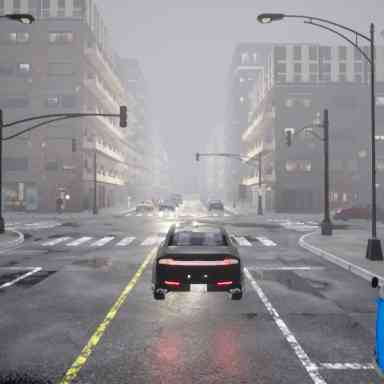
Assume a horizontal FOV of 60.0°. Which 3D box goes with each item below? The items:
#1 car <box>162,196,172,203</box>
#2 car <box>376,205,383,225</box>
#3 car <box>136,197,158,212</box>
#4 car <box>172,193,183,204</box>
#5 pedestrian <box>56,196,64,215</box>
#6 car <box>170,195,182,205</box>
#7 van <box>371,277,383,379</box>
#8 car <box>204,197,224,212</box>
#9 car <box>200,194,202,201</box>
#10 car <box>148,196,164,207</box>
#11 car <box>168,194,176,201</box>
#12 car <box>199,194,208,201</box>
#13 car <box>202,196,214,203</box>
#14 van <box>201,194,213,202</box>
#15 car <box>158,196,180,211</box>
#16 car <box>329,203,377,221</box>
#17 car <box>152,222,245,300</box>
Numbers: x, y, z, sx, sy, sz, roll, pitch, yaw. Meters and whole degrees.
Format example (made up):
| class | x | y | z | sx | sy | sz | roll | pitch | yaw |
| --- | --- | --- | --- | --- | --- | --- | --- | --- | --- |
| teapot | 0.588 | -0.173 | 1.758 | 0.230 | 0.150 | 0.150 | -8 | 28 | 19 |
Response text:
| class | x | y | z | sx | sy | sz | roll | pitch | yaw |
| --- | --- | --- | --- | --- | --- | --- | --- | --- | --- |
| car | -5.459 | 1.574 | 73.689 | 1.887 | 1.381 | 4.507 | 1 | 0 | 0 |
| car | 13.596 | 1.583 | 19.581 | 4.313 | 1.339 | 1.947 | 0 | -1 | 1 |
| car | -5.559 | 1.539 | 39.663 | 1.752 | 1.417 | 4.829 | 1 | 0 | 0 |
| car | -2.881 | 1.245 | 61.451 | 2.150 | 2.045 | 5.566 | 0 | 0 | 1 |
| pedestrian | -12.446 | 1.217 | 31.296 | 0.375 | 1.860 | 0.375 | 0 | -1 | 1 |
| car | -2.944 | 1.544 | 50.713 | 1.812 | 1.442 | 4.674 | 0 | 0 | 0 |
| van | 2.680 | 1.342 | 1.863 | 1.690 | 1.788 | 3.998 | 1 | 0 | 0 |
| car | 2.820 | 1.580 | 39.809 | 1.947 | 1.339 | 4.313 | 1 | 0 | 0 |
| car | 2.905 | 1.552 | 68.192 | 1.752 | 1.417 | 4.829 | 1 | 0 | 0 |
| car | -5.524 | 1.459 | 51.119 | 1.967 | 1.590 | 4.097 | 1 | 0 | 0 |
| car | -5.408 | 1.480 | 90.617 | 1.967 | 1.590 | 4.097 | 1 | 0 | 0 |
| car | 2.958 | 1.351 | 84.949 | 2.192 | 1.841 | 5.009 | 1 | 0 | 0 |
| car | 2.837 | 1.567 | 45.452 | 2.008 | 1.369 | 4.403 | 1 | 0 | 0 |
| van | 2.874 | 1.362 | 56.736 | 1.690 | 1.788 | 3.998 | 1 | 0 | 0 |
| car | -2.981 | 1.562 | 40.810 | 2.033 | 1.411 | 5.357 | 0 | 0 | 0 |
| car | 13.725 | 1.608 | 27.962 | 4.097 | 1.590 | 1.967 | 0 | -1 | 1 |
| car | 0.126 | 1.494 | 8.353 | 2.128 | 1.511 | 4.902 | 0 | 0 | 0 |
